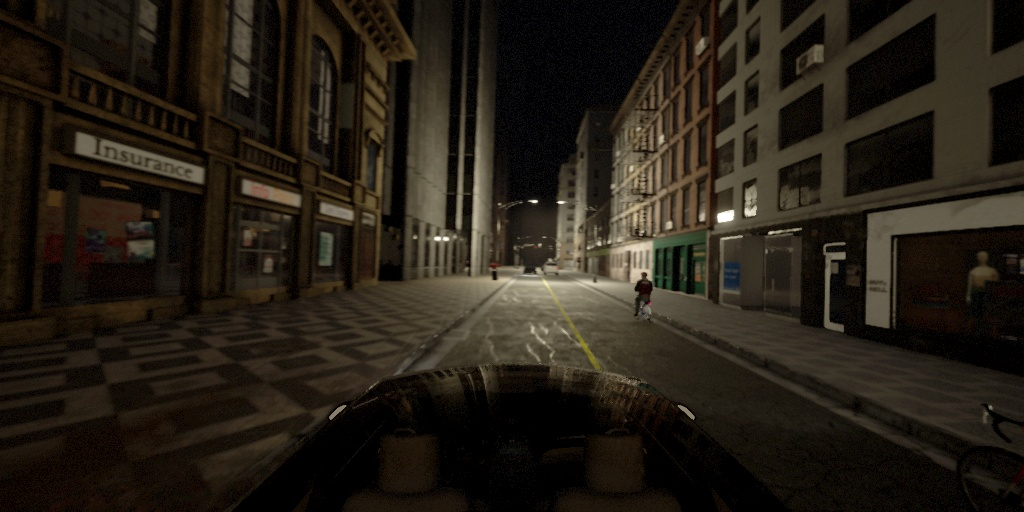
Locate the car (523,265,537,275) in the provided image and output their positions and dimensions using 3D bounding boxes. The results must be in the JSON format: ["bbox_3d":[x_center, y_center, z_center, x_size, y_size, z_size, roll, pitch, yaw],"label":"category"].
[{"bbox_3d":[2.688,2.108,53.346,1.994,1.385,4.181,2,-1,3],"label":"car"}]

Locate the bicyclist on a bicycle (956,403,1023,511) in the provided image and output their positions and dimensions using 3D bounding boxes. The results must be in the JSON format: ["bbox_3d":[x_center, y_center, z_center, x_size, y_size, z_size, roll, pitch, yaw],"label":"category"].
[{"bbox_3d":[3.715,1.335,2.207,0.582,1.620,1.656,2,-1,3],"label":"bicyclist on a bicycle"}]

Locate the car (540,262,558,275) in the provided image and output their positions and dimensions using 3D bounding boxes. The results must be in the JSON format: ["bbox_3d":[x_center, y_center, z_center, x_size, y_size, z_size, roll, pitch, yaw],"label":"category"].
[{"bbox_3d":[6.037,1.923,56.042,2.150,2.045,5.566,2,0,3],"label":"car"}]

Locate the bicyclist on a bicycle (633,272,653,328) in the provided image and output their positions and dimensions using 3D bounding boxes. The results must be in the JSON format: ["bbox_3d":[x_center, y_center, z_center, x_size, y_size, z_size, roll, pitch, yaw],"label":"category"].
[{"bbox_3d":[4.259,1.399,11.785,0.659,1.776,1.843,2,-1,3],"label":"bicyclist on a bicycle"}]
